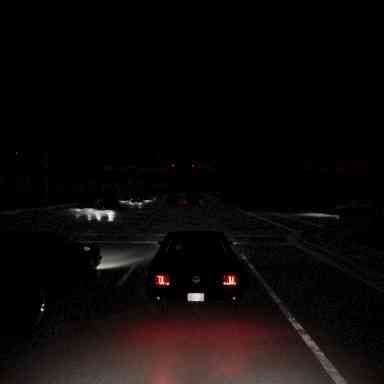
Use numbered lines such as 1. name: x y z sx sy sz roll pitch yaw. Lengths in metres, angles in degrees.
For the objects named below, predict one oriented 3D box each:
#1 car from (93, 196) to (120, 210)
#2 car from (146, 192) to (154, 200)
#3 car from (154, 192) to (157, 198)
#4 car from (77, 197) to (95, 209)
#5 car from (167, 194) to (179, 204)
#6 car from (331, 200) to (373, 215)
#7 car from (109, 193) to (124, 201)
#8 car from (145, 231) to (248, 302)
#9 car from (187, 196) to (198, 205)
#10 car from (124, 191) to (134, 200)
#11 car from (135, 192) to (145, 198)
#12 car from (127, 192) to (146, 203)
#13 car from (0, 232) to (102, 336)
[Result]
1. car: -10.590 1.567 42.137 1.895 1.301 4.718 0 0 0
2. car: -10.488 1.147 74.993 1.994 1.385 4.181 0 1 0
3. car: -10.486 0.810 90.242 2.033 1.411 5.357 0 1 0
4. car: -14.090 1.457 45.247 1.837 1.490 4.892 0 0 0
5. car: -3.391 1.162 60.057 2.097 1.767 4.553 0 1 0
6. car: 16.161 1.526 32.830 4.674 1.442 1.812 0 0 -2
7. car: -14.065 1.323 58.504 2.128 1.511 4.902 0 1 0
8. car: 0.084 1.601 8.193 1.895 1.301 4.718 0 0 0
9. car: 0.110 1.344 56.701 2.128 1.511 4.902 0 1 0
10. car: -13.989 0.838 73.972 2.150 2.045 5.566 0 1 0
11. car: -13.986 0.766 89.505 1.882 1.535 5.008 0 1 0
12. car: -10.540 1.276 63.743 1.837 1.490 4.892 0 0 0
13. car: -3.419 1.547 6.812 2.033 1.411 5.357 0 0 0
